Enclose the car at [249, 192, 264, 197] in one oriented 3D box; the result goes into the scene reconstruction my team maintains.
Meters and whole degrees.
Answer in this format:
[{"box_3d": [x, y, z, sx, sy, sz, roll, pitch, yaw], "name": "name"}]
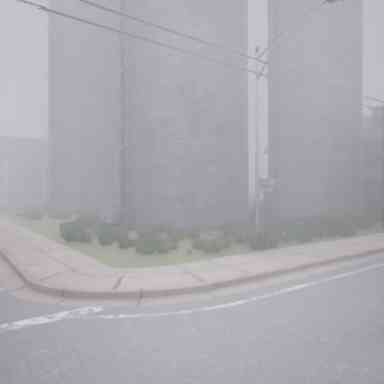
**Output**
[{"box_3d": [13.869, 0.984, 72.389, 3.866, 1.878, 1.905, 2, -5, 11], "name": "car"}]
